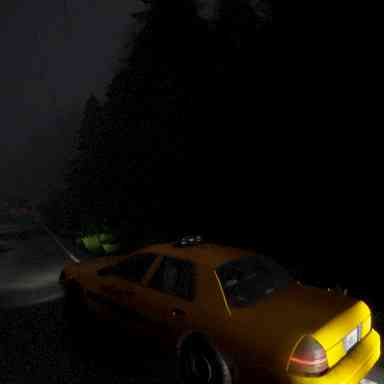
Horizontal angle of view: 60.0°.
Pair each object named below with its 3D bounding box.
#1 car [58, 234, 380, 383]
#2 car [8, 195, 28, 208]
[{"bbox_3d":[-0.238,1.417,5.107,5.366,1.575,1.801,1,1,45],"label":"car"},{"bbox_3d":[-20.983,1.058,40.160,2.128,1.511,4.902,-2,2,-26],"label":"car"}]
